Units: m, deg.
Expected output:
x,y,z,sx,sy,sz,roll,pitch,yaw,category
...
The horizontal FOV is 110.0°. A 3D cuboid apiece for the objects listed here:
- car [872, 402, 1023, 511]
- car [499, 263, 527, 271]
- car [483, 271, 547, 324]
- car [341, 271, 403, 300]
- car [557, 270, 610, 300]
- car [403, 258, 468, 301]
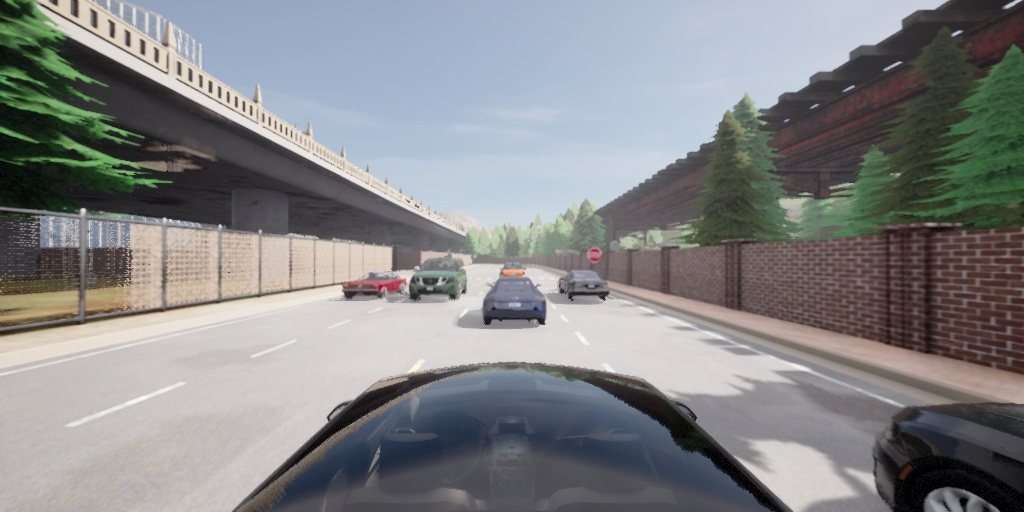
x,y,z,sx,sy,sz,roll,pitch,yaw,category
3.557,1.244,0.588,1.837,1.490,4.892,0,-1,1,car
0.070,1.320,28.137,2.097,1.767,4.553,0,0,0,car
0.080,1.402,12.421,1.994,1.385,4.181,0,0,0,car
-7.109,1.492,18.972,1.895,1.301,4.718,0,0,0,car
3.580,1.435,18.683,2.033,1.411,5.357,0,0,0,car
-3.609,1.109,18.521,2.150,2.045,5.566,0,-1,0,car
